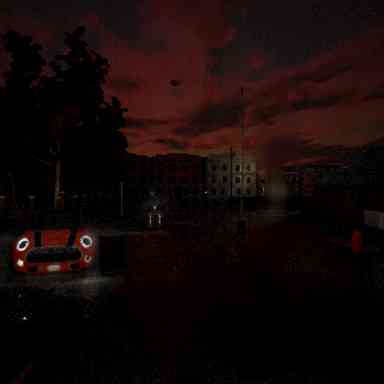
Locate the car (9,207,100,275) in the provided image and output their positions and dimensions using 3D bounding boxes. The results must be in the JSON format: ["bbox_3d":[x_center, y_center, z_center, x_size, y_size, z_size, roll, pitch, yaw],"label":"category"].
[{"bbox_3d":[-4.168,1.352,10.644,2.097,1.767,4.553,-1,0,-17],"label":"car"}]

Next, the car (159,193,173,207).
[{"bbox_3d":[-4.118,1.221,50.054,2.150,2.045,5.566,0,0,1],"label":"car"}]

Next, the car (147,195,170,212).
[{"bbox_3d":[-4.139,1.491,39.465,2.128,1.511,4.902,0,0,0],"label":"car"}]
